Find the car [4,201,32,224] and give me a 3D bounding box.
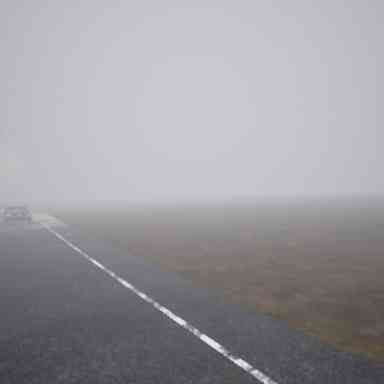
[{"bbox_3d":[-13.885,1.749,26.611,2.033,1.411,5.357,0,0,-29],"label":"car"}]
